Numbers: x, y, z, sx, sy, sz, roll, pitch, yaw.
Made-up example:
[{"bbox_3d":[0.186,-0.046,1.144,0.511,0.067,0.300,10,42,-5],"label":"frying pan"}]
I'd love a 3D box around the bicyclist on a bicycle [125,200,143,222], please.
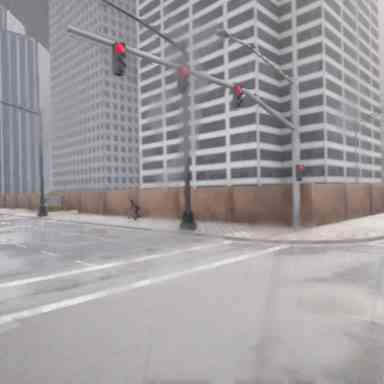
[{"bbox_3d":[-4.266,1.389,24.436,0.582,1.620,1.656,-1,0,45],"label":"bicyclist on a bicycle"}]
